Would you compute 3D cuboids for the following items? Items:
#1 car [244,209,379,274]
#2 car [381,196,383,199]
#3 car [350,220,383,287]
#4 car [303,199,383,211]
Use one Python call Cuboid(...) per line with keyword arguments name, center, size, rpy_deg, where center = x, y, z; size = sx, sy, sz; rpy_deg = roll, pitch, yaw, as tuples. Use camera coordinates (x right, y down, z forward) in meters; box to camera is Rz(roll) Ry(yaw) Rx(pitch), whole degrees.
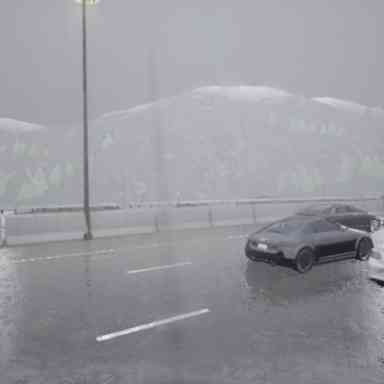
Cuboid(name="car", center=(3.655, 1.443, 10.245), size=(4.181, 1.385, 1.994), rpy_deg=(-1, 1, -32))
Cuboid(name="car", center=(30.564, 0.754, 49.581), size=(5.008, 1.535, 1.882), rpy_deg=(-1, 0, -17))
Cuboid(name="car", center=(5.869, 1.404, 7.500), size=(4.674, 1.442, 1.812), rpy_deg=(-1, 1, -32))
Cuboid(name="car", center=(7.223, 1.296, 16.413), size=(4.892, 1.490, 1.837), rpy_deg=(-1, 0, -30))
